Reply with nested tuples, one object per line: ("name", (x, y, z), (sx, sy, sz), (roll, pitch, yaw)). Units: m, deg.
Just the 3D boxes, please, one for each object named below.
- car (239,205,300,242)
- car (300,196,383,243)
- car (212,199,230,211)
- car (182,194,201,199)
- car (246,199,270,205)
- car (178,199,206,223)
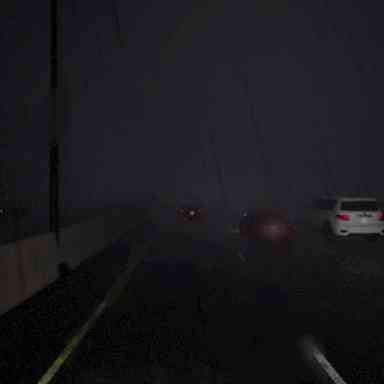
("car", (3.544, 1.568, 16.368), (1.994, 1.385, 4.181), (0, 0, 0))
("car", (7.036, 1.223, 16.298), (2.150, 2.045, 5.566), (0, 0, -1))
("car", (3.466, 1.560, 40.208), (2.033, 1.411, 5.357), (0, 0, 0))
("car", (-0.046, 1.237, 40.922), (2.150, 2.045, 5.566), (0, 0, 0))
("car", (6.982, 1.486, 35.466), (1.882, 1.535, 5.008), (0, 0, 0))
("car", (0.016, 1.513, 25.729), (2.163, 1.488, 4.792), (0, 0, 0))
